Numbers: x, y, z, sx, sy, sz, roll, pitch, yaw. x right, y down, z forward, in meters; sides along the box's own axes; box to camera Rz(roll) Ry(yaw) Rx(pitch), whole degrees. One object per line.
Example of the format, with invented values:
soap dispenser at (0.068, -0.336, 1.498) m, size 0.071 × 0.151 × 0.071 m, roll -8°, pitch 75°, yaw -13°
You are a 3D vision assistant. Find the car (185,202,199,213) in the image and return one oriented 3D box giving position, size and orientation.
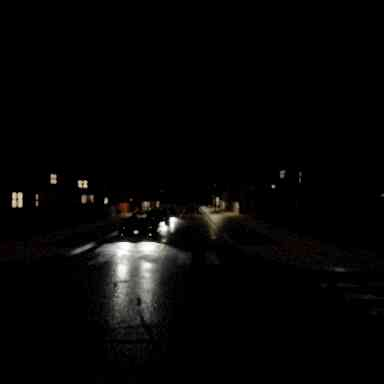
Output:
car at (-0.004, 2.343, 50.030) m, size 1.882 × 1.535 × 5.008 m, roll 0°, pitch -1°, yaw 0°

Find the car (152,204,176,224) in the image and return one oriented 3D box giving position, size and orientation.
car at (-2.850, 2.031, 29.355) m, size 2.033 × 1.411 × 5.357 m, roll 0°, pitch -1°, yaw 0°

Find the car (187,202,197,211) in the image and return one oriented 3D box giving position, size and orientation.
car at (-0.003, 2.606, 60.446) m, size 1.812 × 1.442 × 4.674 m, roll 0°, pitch -1°, yaw 0°

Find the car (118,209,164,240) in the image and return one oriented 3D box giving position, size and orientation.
car at (-2.858, 1.870, 18.767) m, size 1.994 × 1.385 × 4.181 m, roll 0°, pitch -1°, yaw -1°
